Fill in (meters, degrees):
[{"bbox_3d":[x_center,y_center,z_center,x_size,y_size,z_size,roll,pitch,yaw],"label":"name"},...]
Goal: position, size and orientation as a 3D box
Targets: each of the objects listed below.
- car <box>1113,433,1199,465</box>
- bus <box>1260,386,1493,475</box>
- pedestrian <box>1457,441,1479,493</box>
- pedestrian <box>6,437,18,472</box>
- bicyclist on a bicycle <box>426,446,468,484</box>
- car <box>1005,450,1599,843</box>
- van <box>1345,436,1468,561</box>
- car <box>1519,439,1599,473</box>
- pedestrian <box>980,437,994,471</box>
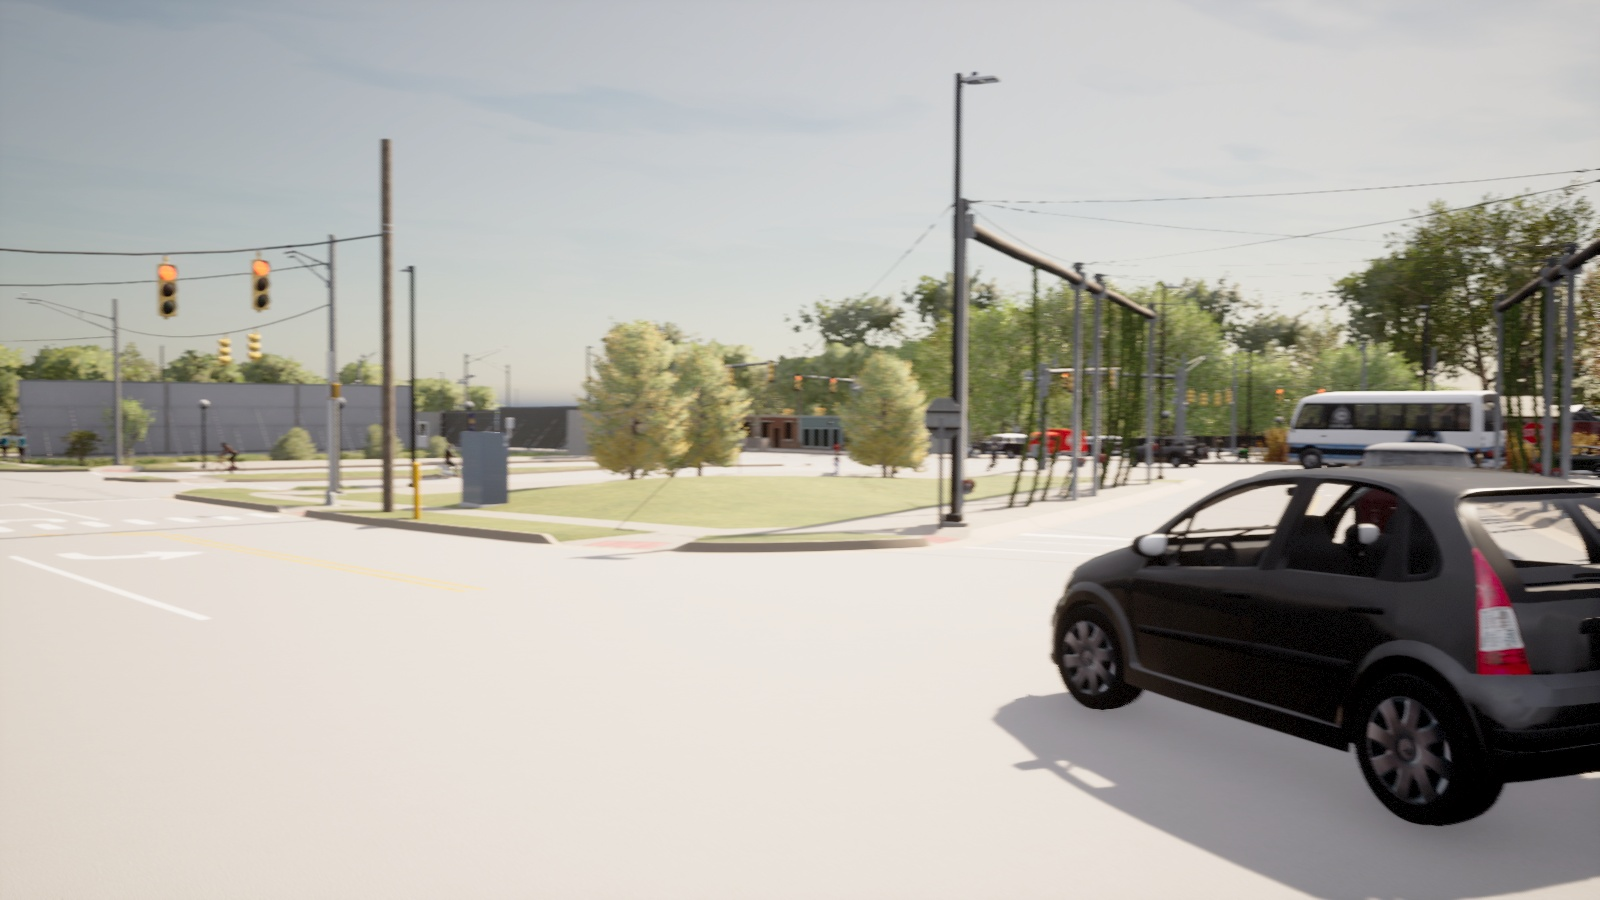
[{"bbox_3d":[21.222,-0.052,74.932,1.932,1.855,4.605,-2,1,-42],"label":"car"},{"bbox_3d":[29.797,-1.114,65.405,3.944,4.253,10.273,-3,3,-42],"label":"bus"},{"bbox_3d":[25.330,0.652,47.608,0.692,1.930,0.396,1,2,33],"label":"pedestrian"},{"bbox_3d":[-44.854,0.253,71.473,0.396,1.930,0.692,-2,3,-42],"label":"pedestrian"},{"bbox_3d":[-17.240,0.722,61.378,0.659,1.776,1.843,1,2,45],"label":"bicyclist on a bicycle"},{"bbox_3d":[3.047,0.832,7.476,1.851,1.617,3.988,-1,0,-20],"label":"car"},{"bbox_3d":[10.771,0.776,22.505,1.775,1.987,4.442,1,0,24],"label":"van"},{"bbox_3d":[37.852,0.280,61.964,1.789,1.549,3.705,-2,3,-43],"label":"car"},{"bbox_3d":[10.577,0.226,70.970,0.788,1.949,0.423,0,2,11],"label":"pedestrian"}]
